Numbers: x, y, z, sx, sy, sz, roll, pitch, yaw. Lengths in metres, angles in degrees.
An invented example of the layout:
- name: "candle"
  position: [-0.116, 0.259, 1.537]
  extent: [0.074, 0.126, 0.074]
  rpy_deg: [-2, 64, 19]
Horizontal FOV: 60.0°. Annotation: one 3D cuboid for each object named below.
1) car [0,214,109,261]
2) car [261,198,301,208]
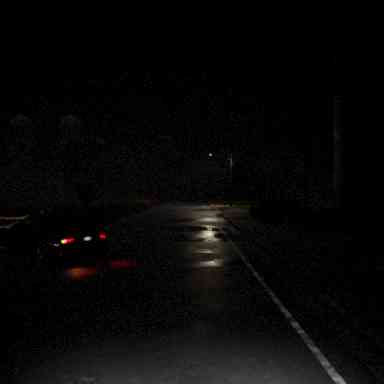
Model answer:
- name: "car"
  position: [-5.274, 1.539, 12.239]
  extent: [5.357, 1.411, 2.033]
  rpy_deg: [0, 0, 40]
- name: "car"
  position: [10.410, 1.463, 38.635]
  extent: [4.902, 1.511, 2.128]
  rpy_deg: [0, 0, -2]
